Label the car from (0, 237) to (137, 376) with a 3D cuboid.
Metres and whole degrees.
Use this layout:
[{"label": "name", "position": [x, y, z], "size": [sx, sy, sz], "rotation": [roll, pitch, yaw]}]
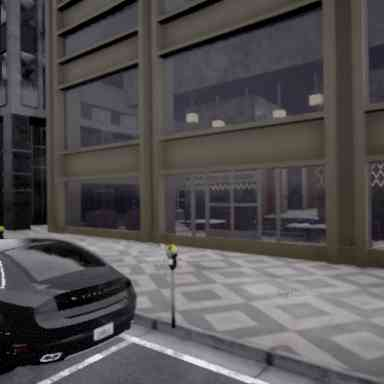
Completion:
[{"label": "car", "position": [-3.095, 1.543, 5.640], "size": [4.892, 1.490, 1.837], "rotation": [0, 0, 35]}]
